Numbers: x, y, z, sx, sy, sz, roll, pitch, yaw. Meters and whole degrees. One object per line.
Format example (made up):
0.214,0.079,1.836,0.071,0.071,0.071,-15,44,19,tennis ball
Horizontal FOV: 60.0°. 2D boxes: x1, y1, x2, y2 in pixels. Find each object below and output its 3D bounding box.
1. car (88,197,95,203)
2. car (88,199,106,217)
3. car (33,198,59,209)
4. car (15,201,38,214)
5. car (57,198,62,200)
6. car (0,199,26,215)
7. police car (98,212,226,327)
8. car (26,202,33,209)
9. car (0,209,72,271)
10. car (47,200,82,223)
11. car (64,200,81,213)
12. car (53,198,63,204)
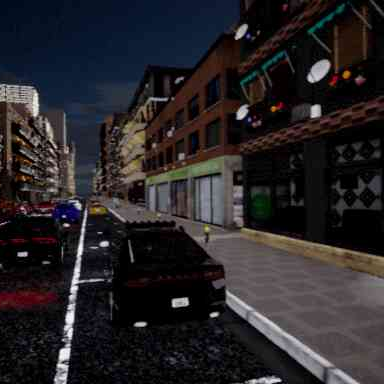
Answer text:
-26.641,2.098,88.359,1.752,1.417,4.829,0,0,-17,car
-9.868,1.744,34.552,1.752,1.417,4.829,0,0,-17,car
-17.587,1.855,40.063,1.812,1.442,4.674,-1,0,-17,car
-21.173,1.926,42.661,1.887,1.381,4.507,0,0,-17,car
-32.915,2.179,80.325,2.008,1.369,4.403,0,0,-17,car
-17.820,1.625,31.900,2.192,1.841,5.009,0,0,-17,car
-0.946,1.455,7.415,1.930,1.638,5.238,-1,0,-17,police car
-19.497,1.786,37.279,1.967,1.590,4.097,0,0,-17,car
-5.384,1.575,11.502,1.882,1.535,5.008,-1,0,-17,car
-10.211,1.679,26.943,1.882,1.535,5.008,-1,0,-17,car
-15.065,1.830,42.181,1.812,1.442,4.674,-1,0,-17,car
-34.593,2.214,85.706,2.008,1.369,4.403,0,0,-17,car
